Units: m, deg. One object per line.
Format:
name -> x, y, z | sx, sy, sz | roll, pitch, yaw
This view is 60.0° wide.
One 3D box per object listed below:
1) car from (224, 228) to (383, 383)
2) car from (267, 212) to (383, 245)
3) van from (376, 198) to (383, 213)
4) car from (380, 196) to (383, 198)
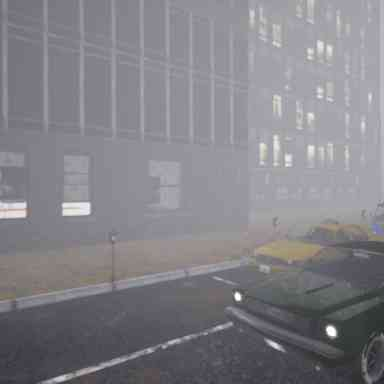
car -> 2.810, 1.553, 5.385 | 4.718, 1.301, 1.895 | -1, 0, -36
car -> 3.661, 1.452, 9.169 | 4.829, 1.417, 1.752 | -1, 1, -36
van -> 8.308, 1.217, 12.483 | 3.998, 1.788, 1.690 | -1, 1, -36
car -> 29.308, 0.874, 48.506 | 1.802, 1.307, 4.206 | 1, 0, -36
